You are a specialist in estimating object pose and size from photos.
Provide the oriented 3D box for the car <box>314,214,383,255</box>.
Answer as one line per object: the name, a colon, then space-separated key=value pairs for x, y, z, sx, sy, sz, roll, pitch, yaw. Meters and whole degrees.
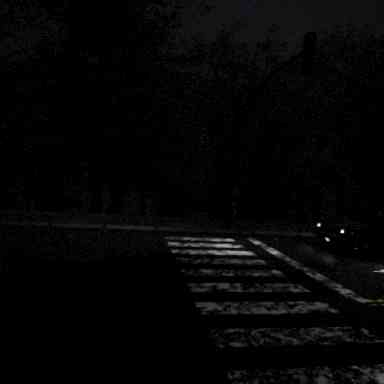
car: x=6.924 y=1.469 z=11.965 sx=4.718 sy=1.301 sz=1.895 roll=3 pitch=2 yaw=-9
